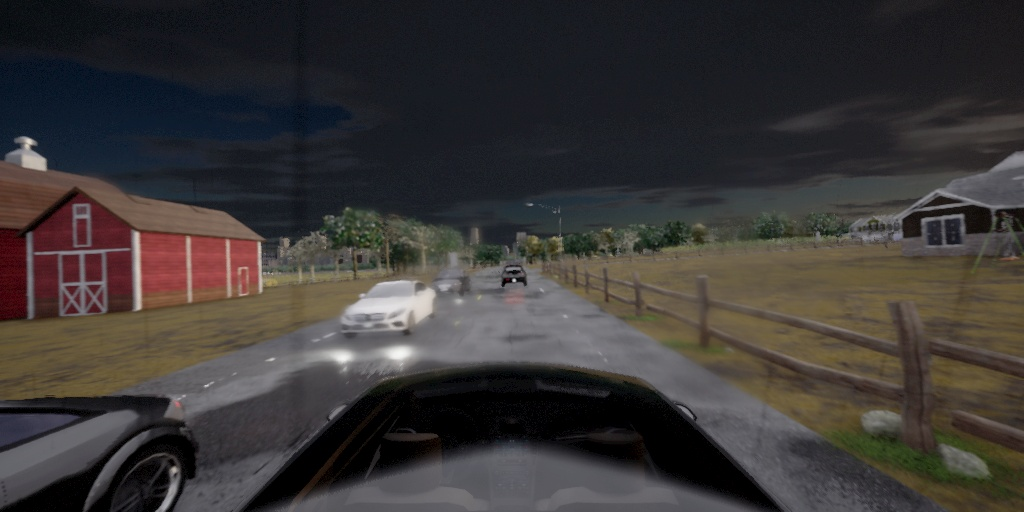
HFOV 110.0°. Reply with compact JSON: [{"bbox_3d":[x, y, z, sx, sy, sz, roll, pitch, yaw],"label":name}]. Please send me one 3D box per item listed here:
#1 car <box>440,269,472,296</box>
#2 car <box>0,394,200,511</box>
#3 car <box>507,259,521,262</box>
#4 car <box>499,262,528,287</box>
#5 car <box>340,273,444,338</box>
[{"bbox_3d":[-3.567,1.534,21.461,2.128,1.511,4.902,-3,0,0],"label":"car"},{"bbox_3d":[-3.691,1.477,1.312,1.994,1.385,4.181,-3,0,0],"label":"car"},{"bbox_3d":[0.369,1.387,49.417,2.150,2.045,5.566,-3,-1,3],"label":"car"},{"bbox_3d":[0.149,1.432,26.924,1.837,1.490,4.892,-3,0,0],"label":"car"},{"bbox_3d":[-3.634,1.495,11.402,1.812,1.442,4.674,-3,0,0],"label":"car"}]
